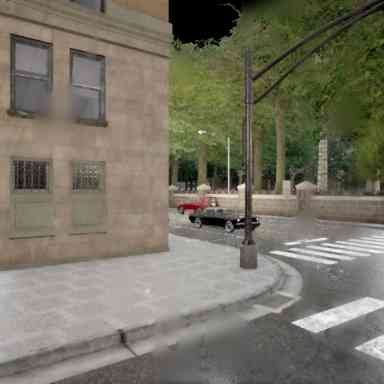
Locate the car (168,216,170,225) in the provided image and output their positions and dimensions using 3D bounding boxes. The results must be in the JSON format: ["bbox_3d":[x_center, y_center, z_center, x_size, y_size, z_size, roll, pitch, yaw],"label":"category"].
[{"bbox_3d":[-3.169,1.544,22.284,1.947,1.339,4.313,0,0,-35],"label":"car"}]

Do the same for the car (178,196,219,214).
[{"bbox_3d":[0.601,1.285,31.822,2.192,1.841,5.009,0,0,-35],"label":"car"}]

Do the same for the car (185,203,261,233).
[{"bbox_3d":[1.846,1.585,19.878,1.895,1.301,4.718,0,0,-35],"label":"car"}]
